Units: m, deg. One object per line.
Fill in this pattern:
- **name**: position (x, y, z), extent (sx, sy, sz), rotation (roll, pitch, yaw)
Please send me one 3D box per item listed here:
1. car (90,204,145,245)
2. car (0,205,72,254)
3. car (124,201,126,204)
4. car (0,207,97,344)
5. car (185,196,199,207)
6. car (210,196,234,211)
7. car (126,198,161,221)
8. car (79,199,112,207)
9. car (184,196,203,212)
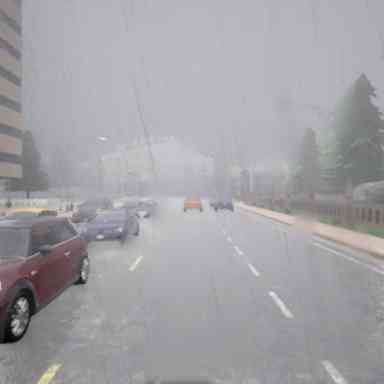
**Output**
- **car**: position (-3.576, 1.490, 15.377), extent (1.812, 1.442, 4.674), rotation (0, 0, 0)
- **car**: position (-7.079, 1.448, 14.468), extent (1.882, 1.535, 5.008), rotation (0, 0, 0)
- **car**: position (-6.986, 1.426, 40.066), extent (1.812, 1.442, 4.674), rotation (0, 0, 1)
- **car**: position (-3.587, 1.341, 6.392), extent (2.097, 1.767, 4.553), rotation (0, 0, 0)
- **car**: position (0.051, 1.347, 48.495), extent (1.882, 1.535, 5.008), rotation (0, 0, 0)
- **car**: position (3.529, 1.247, 38.084), extent (2.097, 1.767, 4.553), rotation (0, 0, 0)
- **car**: position (-3.554, 1.426, 26.535), extent (2.128, 1.511, 4.902), rotation (0, 0, 0)
- **car**: position (-7.059, 1.295, 24.397), extent (2.097, 1.767, 4.553), rotation (0, 0, 0)
- **car**: position (0.130, 1.251, 38.088), extent (2.097, 1.767, 4.553), rotation (0, 0, 0)
